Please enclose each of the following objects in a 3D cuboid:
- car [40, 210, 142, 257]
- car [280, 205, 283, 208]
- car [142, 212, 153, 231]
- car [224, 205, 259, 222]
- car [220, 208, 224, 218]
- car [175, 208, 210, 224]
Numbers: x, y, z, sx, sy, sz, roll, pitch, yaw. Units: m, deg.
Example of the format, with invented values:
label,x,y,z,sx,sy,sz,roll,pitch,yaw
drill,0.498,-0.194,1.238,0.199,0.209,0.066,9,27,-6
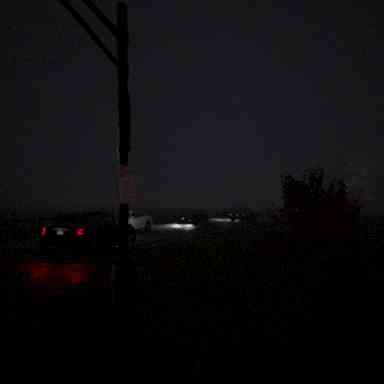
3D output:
label,x,y,z,sx,sy,sz,roll,pitch,yaw
car,-4.219,1.582,14.286,2.097,1.767,4.553,0,-2,17
car,14.751,2.739,52.393,2.033,1.411,5.357,-1,-2,27
car,-4.429,1.983,22.573,1.812,1.442,4.674,-1,-2,27
car,5.295,2.264,33.561,2.033,1.411,5.357,-1,-2,25
car,5.052,2.406,41.298,1.882,1.535,5.008,-1,-2,27
car,0.072,2.245,31.475,1.994,1.385,4.181,-1,-2,27
